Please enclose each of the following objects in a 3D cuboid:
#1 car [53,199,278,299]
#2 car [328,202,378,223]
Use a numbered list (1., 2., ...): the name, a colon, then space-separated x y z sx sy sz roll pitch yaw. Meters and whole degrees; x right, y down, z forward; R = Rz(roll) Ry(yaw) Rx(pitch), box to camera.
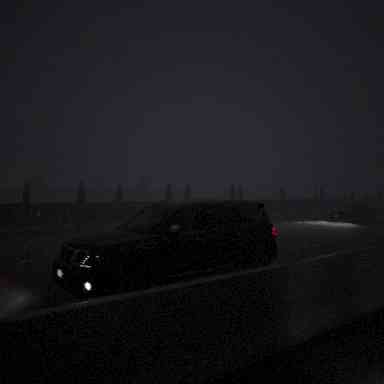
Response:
1. car: -0.315 1.224 8.069 5.566 2.045 2.150 0 0 -36
2. car: 12.573 1.527 25.860 4.892 1.490 1.837 0 0 -35
